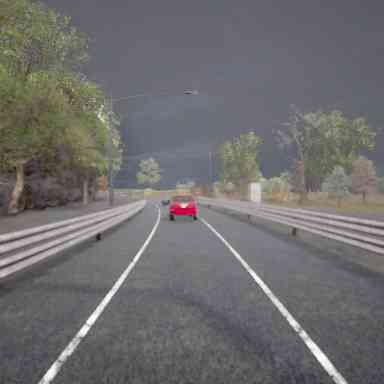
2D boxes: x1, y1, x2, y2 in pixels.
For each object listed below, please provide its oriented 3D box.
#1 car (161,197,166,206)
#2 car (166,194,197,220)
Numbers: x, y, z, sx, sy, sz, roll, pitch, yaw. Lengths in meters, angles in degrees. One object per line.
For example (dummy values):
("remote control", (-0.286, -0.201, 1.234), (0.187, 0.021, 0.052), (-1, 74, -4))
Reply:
("car", (-4.213, 1.543, 56.466), (1.994, 1.385, 4.181), (0, 0, -9))
("car", (-0.863, 1.215, 28.184), (2.150, 2.045, 5.566), (0, 0, -5))
